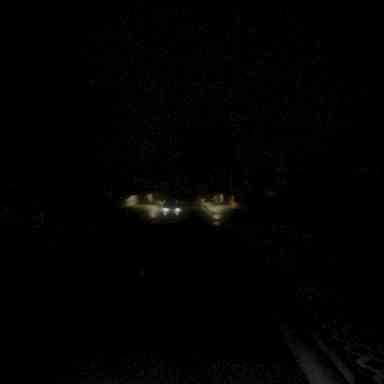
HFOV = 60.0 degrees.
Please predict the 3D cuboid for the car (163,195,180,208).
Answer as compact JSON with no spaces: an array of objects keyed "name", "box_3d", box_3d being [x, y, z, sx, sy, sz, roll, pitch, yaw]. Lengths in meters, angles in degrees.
[{"name":"car","box_3d":[-2.753,1.246,45.537,2.097,1.767,4.553,0,0,0]}]
